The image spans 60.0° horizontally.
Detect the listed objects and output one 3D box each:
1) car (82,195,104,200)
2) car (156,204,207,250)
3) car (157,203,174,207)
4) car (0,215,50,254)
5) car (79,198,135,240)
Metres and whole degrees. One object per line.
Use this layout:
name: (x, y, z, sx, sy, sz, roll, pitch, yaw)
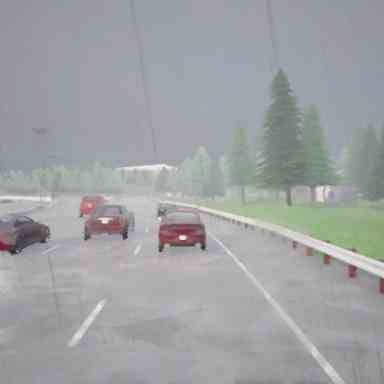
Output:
car: (-9.570, 1.343, 32.599, 2.150, 2.045, 5.566, 0, 0, -9)
car: (-0.481, 1.512, 14.537, 1.882, 1.535, 5.008, 0, 0, -4)
car: (-2.459, 1.684, 32.393, 1.895, 1.301, 4.718, 0, 0, -9)
car: (-7.448, 1.633, 13.681, 1.994, 1.385, 4.181, 0, 0, -4)
car: (-4.255, 1.413, 17.739, 2.097, 1.767, 4.553, 0, 0, -5)
